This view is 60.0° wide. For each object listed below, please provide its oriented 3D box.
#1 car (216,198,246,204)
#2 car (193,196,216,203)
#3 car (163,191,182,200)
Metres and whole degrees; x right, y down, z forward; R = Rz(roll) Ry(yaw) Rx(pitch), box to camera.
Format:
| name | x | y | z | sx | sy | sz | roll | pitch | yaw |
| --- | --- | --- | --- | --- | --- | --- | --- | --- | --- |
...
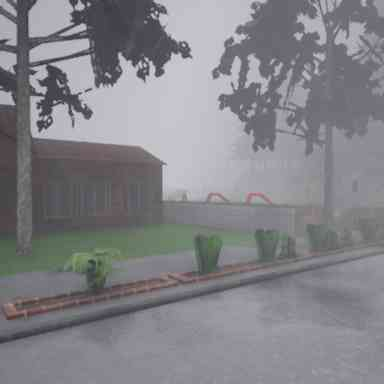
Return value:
| name | x | y | z | sx | sy | sz | roll | pitch | yaw |
| --- | --- | --- | --- | --- | --- | --- | --- | --- | --- |
| car | 5.483 | 1.408 | 43.033 | 1.994 | 1.385 | 4.181 | 0 | 0 | -35 |
| car | 2.347 | 1.370 | 54.452 | 2.033 | 1.411 | 5.357 | 0 | 0 | -36 |
| car | -3.800 | 0.787 | 56.165 | 2.150 | 2.045 | 5.566 | 0 | 0 | -36 |
